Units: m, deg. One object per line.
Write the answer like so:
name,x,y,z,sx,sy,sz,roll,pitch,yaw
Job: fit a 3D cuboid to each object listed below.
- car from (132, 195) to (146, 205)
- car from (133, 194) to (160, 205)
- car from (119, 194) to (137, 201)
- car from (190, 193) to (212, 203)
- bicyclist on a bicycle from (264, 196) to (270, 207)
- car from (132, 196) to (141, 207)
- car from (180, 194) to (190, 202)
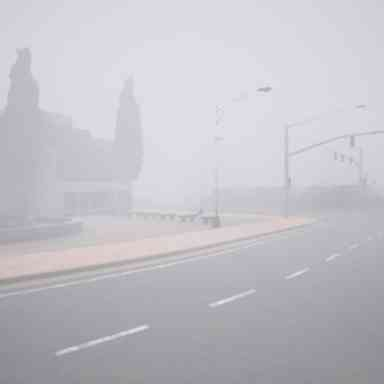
car,-11.284,1.699,60.605,4.902,1.511,2.128,0,0,43
car,-8.844,1.686,63.116,5.008,1.535,1.882,-1,-1,43
car,-17.203,1.460,89.808,1.932,1.855,4.605,0,0,41
car,2.084,1.606,73.258,1.970,1.475,3.806,0,0,41
bicyclist on a bicycle,11.296,1.381,50.062,0.582,1.620,1.656,0,5,42
car,-11.039,1.755,55.517,4.181,1.385,1.994,0,0,42
car,-0.109,1.378,75.150,1.905,1.878,3.866,0,0,41
